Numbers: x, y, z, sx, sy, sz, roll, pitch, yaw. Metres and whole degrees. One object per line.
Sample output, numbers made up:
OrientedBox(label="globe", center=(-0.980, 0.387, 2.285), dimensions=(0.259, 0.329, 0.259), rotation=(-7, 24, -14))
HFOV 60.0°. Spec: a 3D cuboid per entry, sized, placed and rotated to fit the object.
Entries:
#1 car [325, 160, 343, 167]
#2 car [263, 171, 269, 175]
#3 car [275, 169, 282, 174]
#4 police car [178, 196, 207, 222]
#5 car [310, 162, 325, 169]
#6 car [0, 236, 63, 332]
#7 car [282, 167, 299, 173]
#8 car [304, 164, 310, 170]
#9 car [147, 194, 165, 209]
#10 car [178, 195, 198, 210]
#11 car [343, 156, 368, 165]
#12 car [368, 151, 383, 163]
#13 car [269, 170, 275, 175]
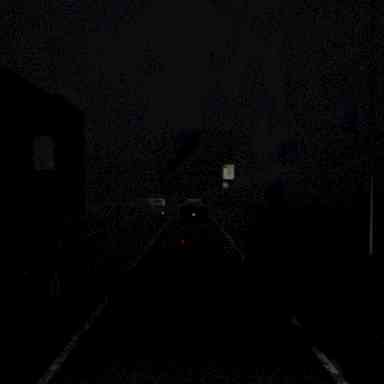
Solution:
OrientedBox(label="car", center=(22.121, -4.052, 49.187), dimensions=(2.002, 1.452, 4.674), rotation=(0, 1, -2))
OrientedBox(label="car", center=(21.179, -4.891, 87.866), dimensions=(2.185, 1.767, 4.553), rotation=(0, 1, -1))
OrientedBox(label="car", center=(21.417, -4.548, 76.676), dimensions=(2.002, 1.452, 4.674), rotation=(0, 1, -1))
OrientedBox(label="police car", center=(0.114, 1.315, 24.889), dimensions=(1.930, 1.638, 5.238), rotation=(0, 0, 0))
OrientedBox(label="car", center=(21.891, -4.214, 54.729), dimensions=(2.231, 1.521, 4.892), rotation=(0, 1, -1))
OrientedBox(label="car", center=(-3.597, 1.499, 5.245), dimensions=(1.812, 1.442, 4.674), rotation=(0, 0, 0))
OrientedBox(label="car", center=(21.533, -4.625, 71.182), dimensions=(2.185, 1.767, 4.553), rotation=(0, 1, -1))
OrientedBox(label="car", center=(21.765, -4.318, 60.246), dimensions=(2.231, 1.521, 4.892), rotation=(0, 1, -1))
OrientedBox(label="car", center=(-5.261, 1.312, 48.270), dimensions=(2.150, 2.045, 5.566), rotation=(0, -1, -13))
OrientedBox(label="car", center=(-0.573, 1.330, 42.426), dimensions=(2.097, 1.767, 4.553), rotation=(0, -1, -6))
OrientedBox(label="car", center=(22.471, -3.965, 43.651), dimensions=(2.097, 1.535, 5.008), rotation=(0, 1, -4))
OrientedBox(label="car", center=(22.936, -3.964, 38.145), dimensions=(2.185, 1.767, 4.553), rotation=(0, 1, -5))
OrientedBox(label="car", center=(21.296, -4.806, 82.347), dimensions=(2.185, 1.767, 4.553), rotation=(0, 1, -1))
